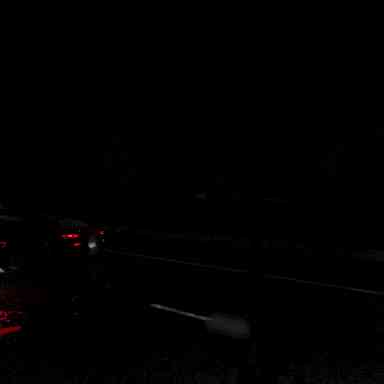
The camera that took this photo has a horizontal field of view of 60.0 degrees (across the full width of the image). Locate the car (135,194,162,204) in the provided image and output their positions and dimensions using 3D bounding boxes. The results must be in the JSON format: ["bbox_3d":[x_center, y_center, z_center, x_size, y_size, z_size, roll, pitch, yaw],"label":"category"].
[{"bbox_3d":[-7.659,1.399,56.332,1.994,1.385,4.181,0,0,36],"label":"car"}]

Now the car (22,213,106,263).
[{"bbox_3d":[-5.017,1.480,11.797,4.674,1.442,1.812,0,0,35],"label":"car"}]

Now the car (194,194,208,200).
[{"bbox_3d":[1.736,1.125,69.213,1.812,1.442,4.674,0,0,36],"label":"car"}]

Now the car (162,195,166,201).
[{"bbox_3d":[-7.968,1.207,73.711,1.882,1.535,5.008,0,0,36],"label":"car"}]

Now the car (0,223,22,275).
[{"bbox_3d":[-6.794,1.433,8.780,5.008,1.535,1.882,0,0,35],"label":"car"}]

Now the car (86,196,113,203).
[{"bbox_3d":[-17.012,1.391,61.260,1.895,1.301,4.718,0,0,36],"label":"car"}]
